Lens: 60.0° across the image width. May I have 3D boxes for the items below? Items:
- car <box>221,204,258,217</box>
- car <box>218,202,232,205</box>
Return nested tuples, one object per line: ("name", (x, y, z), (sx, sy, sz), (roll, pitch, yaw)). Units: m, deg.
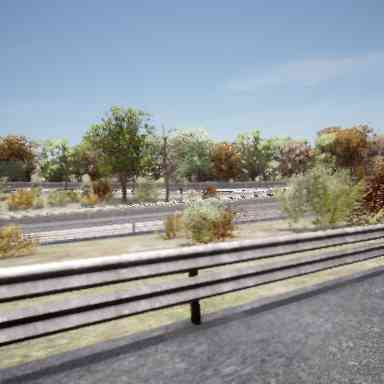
("car", (6.557, 2.829, 45.100), (5.008, 1.535, 1.882), (-4, 2, -20))
("car", (5.297, 2.526, 48.364), (5.566, 2.045, 2.150), (-4, 2, -20))
